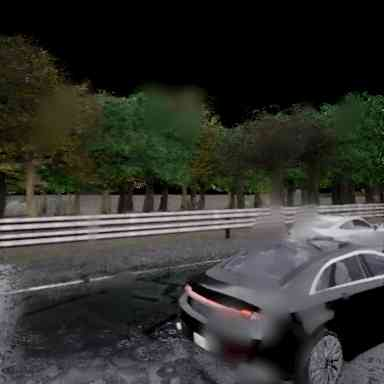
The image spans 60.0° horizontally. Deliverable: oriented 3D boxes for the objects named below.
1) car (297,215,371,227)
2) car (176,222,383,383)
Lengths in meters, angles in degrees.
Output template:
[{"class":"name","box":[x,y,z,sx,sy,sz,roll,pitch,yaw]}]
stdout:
[{"class":"car","box":[5.232,1.516,11.609,4.674,1.442,1.812,0,0,-34]},{"class":"car","box":[2.099,1.489,5.186,4.902,1.511,2.128,0,0,-35]}]
